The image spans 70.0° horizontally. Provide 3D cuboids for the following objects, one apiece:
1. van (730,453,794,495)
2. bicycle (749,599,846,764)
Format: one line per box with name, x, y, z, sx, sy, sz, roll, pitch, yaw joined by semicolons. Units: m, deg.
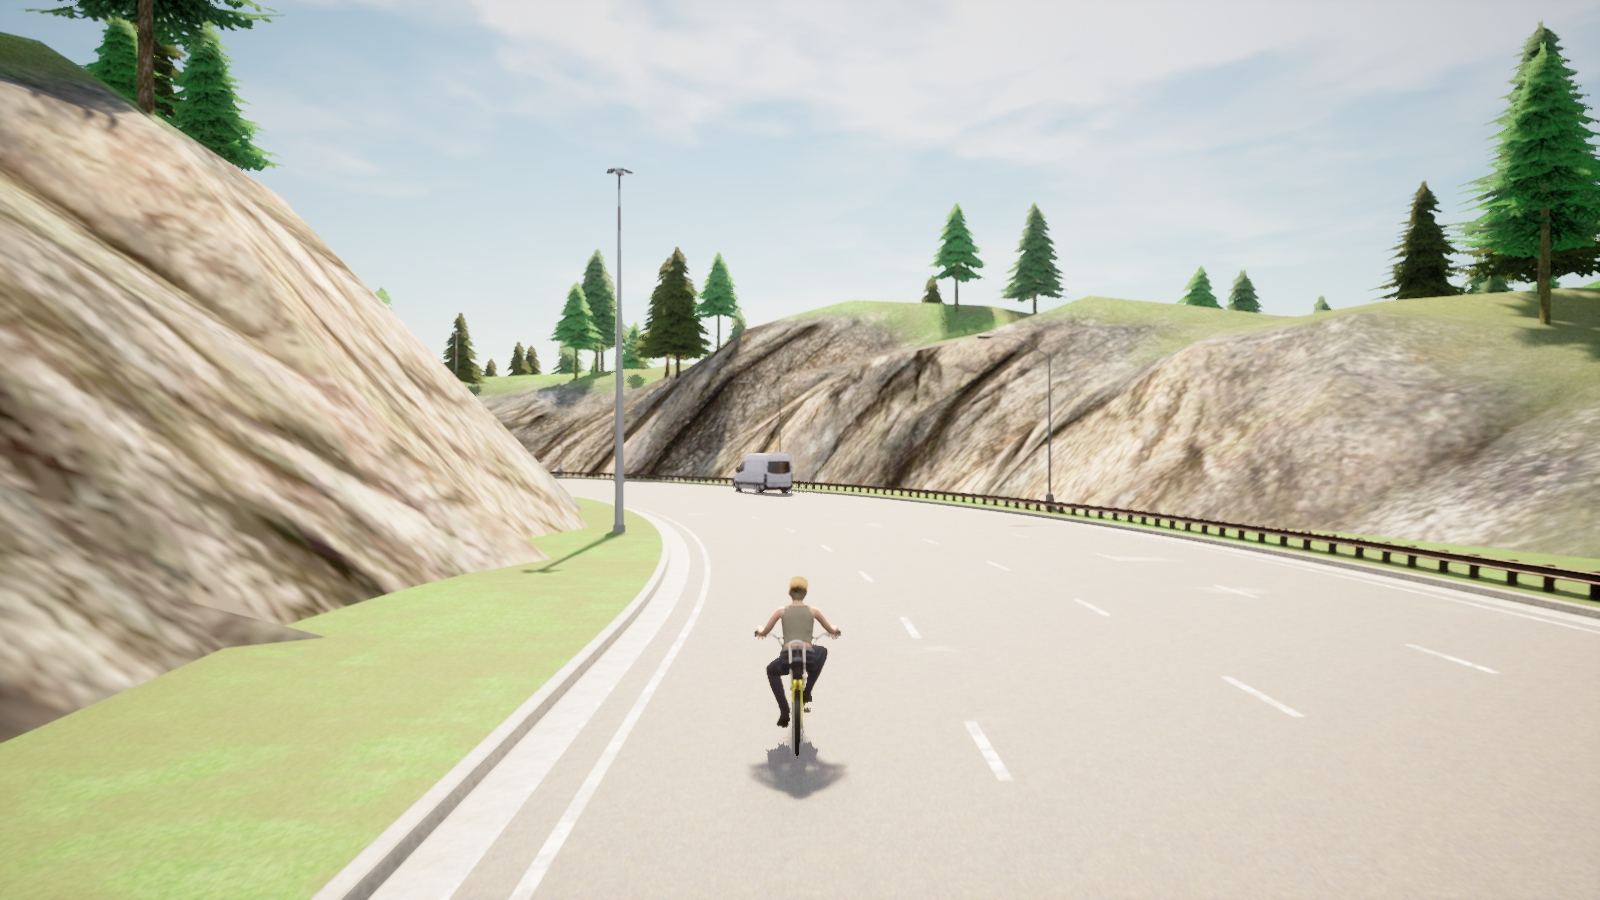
van;-2.515;1.518;74.134;1.988;2.561;5.915;0;0;-25
bicycle;-0.020;2.155;10.922;0.859;1.276;1.487;0;0;0
